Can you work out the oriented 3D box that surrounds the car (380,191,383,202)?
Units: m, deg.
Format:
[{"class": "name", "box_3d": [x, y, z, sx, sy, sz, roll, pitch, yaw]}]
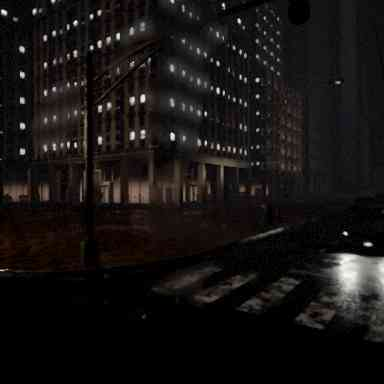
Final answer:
[{"class": "car", "box_3d": [27.592, 0.622, 46.340, 1.887, 1.381, 4.507, 1, 1, 35]}]

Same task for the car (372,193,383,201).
[{"class": "car", "box_3d": [13.034, 1.031, 21.210, 1.882, 1.535, 5.008, 0, 1, 35]}]

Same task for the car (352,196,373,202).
[{"class": "car", "box_3d": [14.577, 1.023, 27.874, 1.947, 1.339, 4.313, 1, 1, 35]}]

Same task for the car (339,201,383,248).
[{"class": "car", "box_3d": [7.245, 1.271, 12.998, 2.033, 1.411, 5.357, 0, 1, 35]}]

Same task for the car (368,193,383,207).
[{"class": "car", "box_3d": [21.084, 0.833, 37.107, 1.947, 1.339, 4.313, 1, 1, 35]}]
